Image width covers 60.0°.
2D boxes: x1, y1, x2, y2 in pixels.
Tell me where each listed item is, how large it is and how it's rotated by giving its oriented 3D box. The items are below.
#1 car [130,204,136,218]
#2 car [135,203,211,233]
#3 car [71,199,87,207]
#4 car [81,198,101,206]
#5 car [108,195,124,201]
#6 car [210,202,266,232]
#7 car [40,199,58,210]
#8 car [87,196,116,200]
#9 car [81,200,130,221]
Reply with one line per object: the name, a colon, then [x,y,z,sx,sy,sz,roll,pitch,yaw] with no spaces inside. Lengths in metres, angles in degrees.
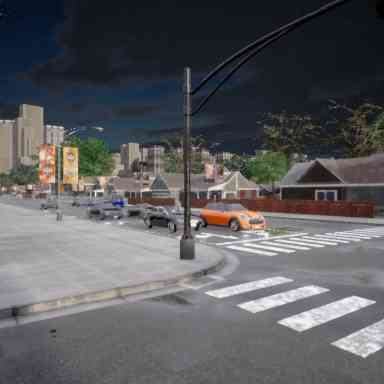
car: [-4.383,1.724,30.503,1.994,1.385,4.181,0,0,-35]
car: [-1.312,1.592,20.585,2.128,1.511,4.902,0,0,-35]
car: [-19.431,1.886,57.591,2.033,1.411,5.357,0,0,-34]
car: [-19.115,1.906,62.605,2.033,1.411,5.357,0,0,-35]
car: [-12.966,1.522,54.124,2.150,2.045,5.566,0,0,-36]
car: [2.431,1.440,20.955,2.097,1.767,4.553,0,0,-36]
car: [-20.236,1.805,47.337,1.837,1.490,4.892,0,-1,-35]
car: [-13.382,1.785,49.106,1.837,1.490,4.892,0,0,-35]
car: [-7.863,1.718,29.781,2.033,1.411,5.357,0,0,-35]
